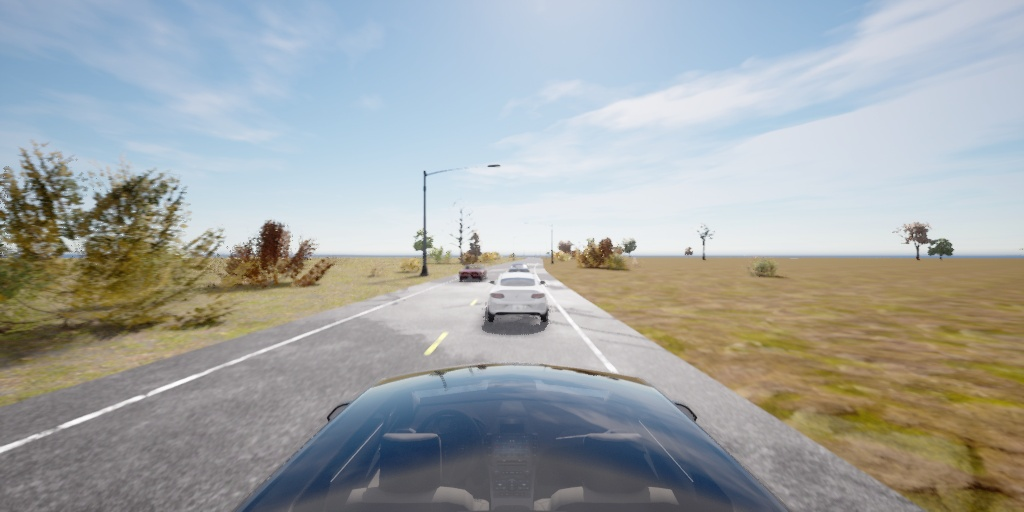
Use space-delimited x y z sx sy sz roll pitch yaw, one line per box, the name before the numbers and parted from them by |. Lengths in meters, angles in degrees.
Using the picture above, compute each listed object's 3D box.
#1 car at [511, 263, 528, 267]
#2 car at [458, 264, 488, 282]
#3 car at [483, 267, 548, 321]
car | 0.615 1.293 30.535 2.033 1.411 5.357 0 0 2
car | -3.121 1.345 29.325 1.895 1.301 4.718 0 0 2
car | 0.188 1.272 12.345 1.812 1.442 4.674 0 0 1
